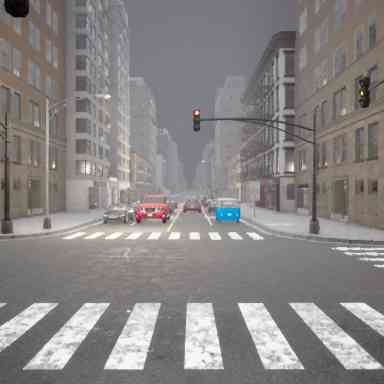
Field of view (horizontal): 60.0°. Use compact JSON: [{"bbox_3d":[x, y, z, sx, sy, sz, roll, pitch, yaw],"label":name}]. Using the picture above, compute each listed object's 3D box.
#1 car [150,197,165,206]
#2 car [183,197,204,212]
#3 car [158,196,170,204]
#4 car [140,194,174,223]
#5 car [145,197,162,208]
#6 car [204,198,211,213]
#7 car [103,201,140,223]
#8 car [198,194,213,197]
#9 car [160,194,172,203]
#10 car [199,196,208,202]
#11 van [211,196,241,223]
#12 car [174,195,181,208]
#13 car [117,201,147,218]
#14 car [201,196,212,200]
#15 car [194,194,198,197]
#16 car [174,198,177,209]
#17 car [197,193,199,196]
[{"bbox_3d":[-5.454,1.556,53.332,1.947,1.339,4.313,0,0,0],"label":"car"},{"bbox_3d":[0.020,1.561,38.487,1.994,1.385,4.181,0,0,0],"label":"car"},{"bbox_3d":[-5.468,1.547,64.695,1.947,1.339,4.313,0,0,0],"label":"car"},{"bbox_3d":[-2.880,1.220,25.605,2.150,2.045,5.566,0,0,0],"label":"car"},{"bbox_3d":[-5.447,1.519,47.480,1.752,1.417,4.829,0,0,0],"label":"car"},{"bbox_3d":[2.592,1.580,36.303,1.802,1.307,4.206,0,0,0],"label":"car"},{"bbox_3d":[-5.420,1.549,24.923,2.008,1.369,4.403,0,0,0],"label":"car"},{"bbox_3d":[2.571,1.305,53.348,2.192,1.841,5.009,0,0,0],"label":"car"},{"bbox_3d":[-5.475,1.292,70.377,2.192,1.841,5.009,0,0,0],"label":"car"},{"bbox_3d":[2.543,1.524,76.072,2.008,1.369,4.403,0,0,0],"label":"car"},{"bbox_3d":[2.605,1.340,24.941,1.690,1.788,3.998,0,0,0],"label":"van"},{"bbox_3d":[-2.892,1.500,45.481,1.837,1.490,4.892,0,0,0],"label":"car"},{"bbox_3d":[-5.426,1.543,30.604,1.887,1.381,4.507,0,0,0],"label":"car"},{"bbox_3d":[2.578,1.576,47.666,1.802,1.307,4.206,0,0,0],"label":"car"},{"bbox_3d":[0.013,1.579,68.519,1.895,1.301,4.718,0,0,0],"label":"car"},{"bbox_3d":[-2.896,1.599,35.421,1.895,1.301,4.718,0,0,0],"label":"car"},{"bbox_3d":[2.557,1.422,64.710,1.967,1.590,4.097,0,0,0],"label":"car"}]
